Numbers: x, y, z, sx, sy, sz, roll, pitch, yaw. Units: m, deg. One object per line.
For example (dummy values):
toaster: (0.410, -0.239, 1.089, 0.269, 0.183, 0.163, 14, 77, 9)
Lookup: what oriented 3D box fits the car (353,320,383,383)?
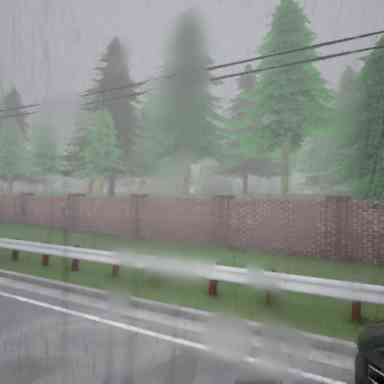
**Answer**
car: (3.983, 1.674, 2.477, 5.008, 1.535, 1.882, 0, -2, 30)
